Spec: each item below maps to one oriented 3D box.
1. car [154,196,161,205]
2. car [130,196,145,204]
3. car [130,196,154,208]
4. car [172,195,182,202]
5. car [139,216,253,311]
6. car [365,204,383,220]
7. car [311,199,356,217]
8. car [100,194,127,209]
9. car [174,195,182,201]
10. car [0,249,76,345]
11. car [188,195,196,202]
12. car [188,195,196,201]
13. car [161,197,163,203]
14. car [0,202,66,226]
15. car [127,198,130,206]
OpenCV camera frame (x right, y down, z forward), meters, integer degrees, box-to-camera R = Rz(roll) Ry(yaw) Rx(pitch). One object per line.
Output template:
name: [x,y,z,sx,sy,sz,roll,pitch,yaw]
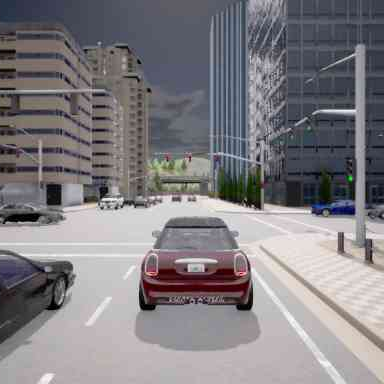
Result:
car: [-7.096,1.491,57.464,2.128,1.511,4.902,0,0,0]
car: [-10.551,1.492,65.258,2.128,1.511,4.902,0,0,0]
car: [-7.111,1.547,47.951,2.033,1.411,5.357,0,0,0]
car: [-3.520,1.470,74.700,1.882,1.535,5.008,0,0,0]
car: [0.081,1.352,7.946,2.097,1.767,4.553,0,0,0]
car: [16.273,1.436,26.324,4.902,1.511,2.128,0,0,0]
car: [13.286,1.422,29.846,5.008,1.535,1.882,0,0,1]
car: [-10.611,1.222,44.436,2.150,2.045,5.566,0,0,0]
car: [-3.522,1.509,84.311,2.033,1.411,5.357,0,0,0]
car: [-3.435,1.547,4.747,2.033,1.411,5.357,0,0,0]
car: [-0.020,1.547,75.818,1.994,1.385,4.181,0,0,0]
car: [-0.022,1.493,84.311,1.812,1.442,4.674,0,0,0]
car: [-7.030,1.491,67.712,2.128,1.511,4.902,0,0,0]
car: [-11.218,1.473,22.786,4.902,1.511,2.128,0,0,1]
car: [-10.606,1.601,54.205,1.895,1.301,4.718,0,0,0]
